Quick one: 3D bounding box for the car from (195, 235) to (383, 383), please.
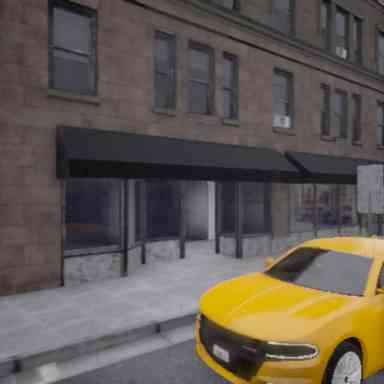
[{"bbox_3d":[2.349,1.473,5.036,5.008,1.535,1.882,0,0,-35],"label":"car"}]
